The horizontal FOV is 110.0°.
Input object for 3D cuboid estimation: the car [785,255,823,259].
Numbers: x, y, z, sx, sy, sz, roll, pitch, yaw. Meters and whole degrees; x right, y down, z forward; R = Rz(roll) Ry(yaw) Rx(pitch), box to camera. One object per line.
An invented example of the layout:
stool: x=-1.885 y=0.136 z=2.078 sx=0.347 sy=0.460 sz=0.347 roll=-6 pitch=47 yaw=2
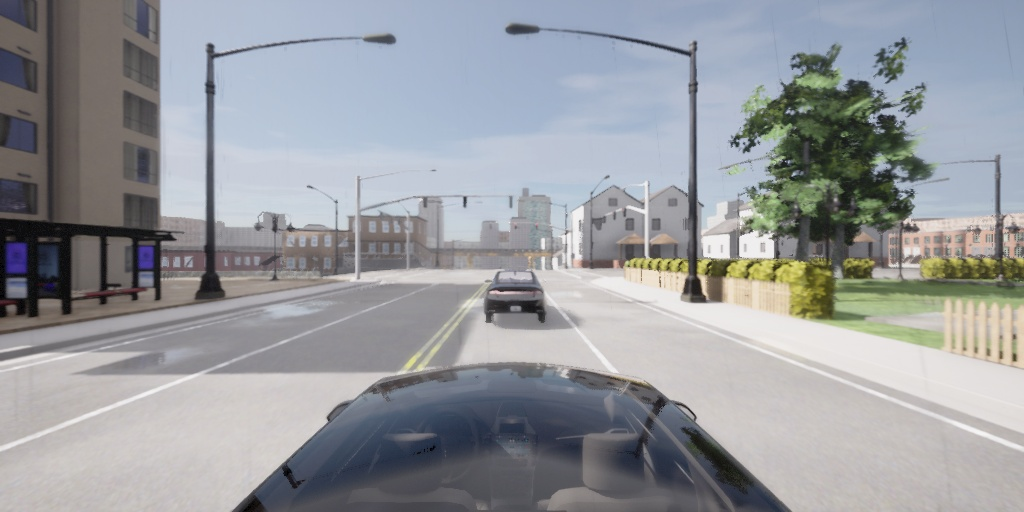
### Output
car: x=32.779 y=0.923 z=41.055 sx=5.566 sy=2.045 sz=2.150 roll=0 pitch=0 yaw=-1

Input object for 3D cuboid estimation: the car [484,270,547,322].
car: x=0.103 y=1.225 z=12.199 sx=2.128 sy=1.511 sz=4.902 roll=0 pitch=0 yaw=0
